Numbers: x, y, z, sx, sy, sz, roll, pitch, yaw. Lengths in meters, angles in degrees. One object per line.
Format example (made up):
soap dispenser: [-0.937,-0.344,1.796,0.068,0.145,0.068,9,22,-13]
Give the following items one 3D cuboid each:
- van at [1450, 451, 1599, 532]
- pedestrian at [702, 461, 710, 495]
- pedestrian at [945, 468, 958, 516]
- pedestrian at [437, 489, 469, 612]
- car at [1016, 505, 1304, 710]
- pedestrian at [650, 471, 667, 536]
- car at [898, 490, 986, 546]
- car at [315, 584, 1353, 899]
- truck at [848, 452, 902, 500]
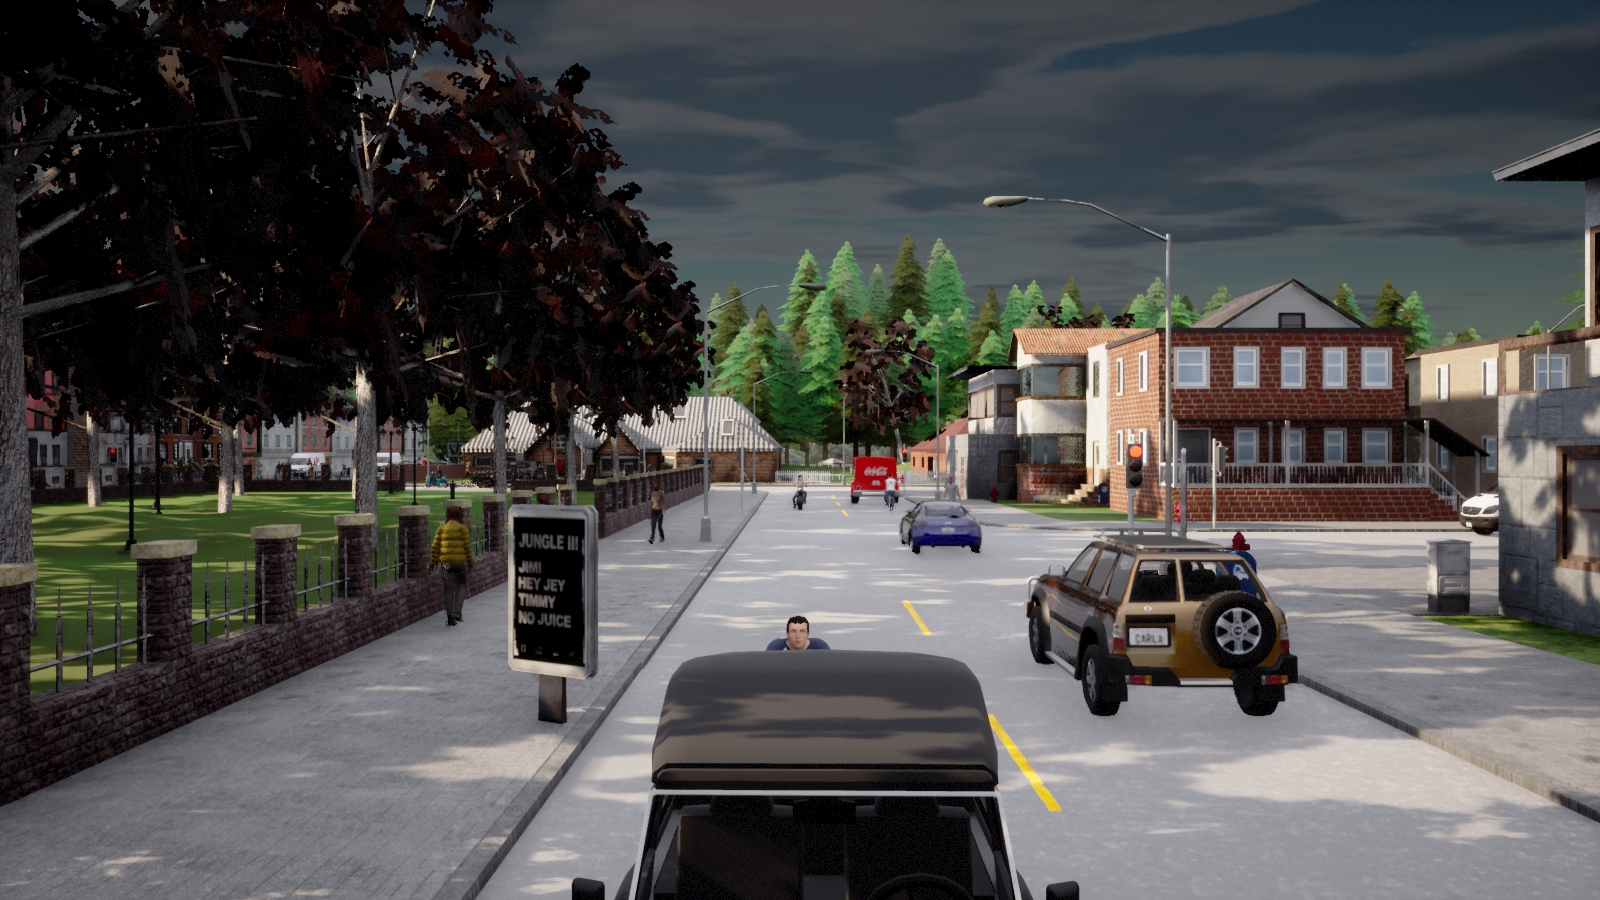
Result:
van: [24.712,1.329,37.232,5.915,2.561,1.988,0,0,0]
pedestrian: [-5.213,1.551,63.572,0.375,1.860,0.375,0,0,6]
pedestrian: [5.906,1.646,44.593,0.375,1.860,0.375,0,0,43]
pedestrian: [-5.310,1.532,17.502,0.375,1.860,0.375,0,0,1]
car: [3.945,1.646,13.453,1.932,1.855,4.605,0,-1,0]
pedestrian: [-4.084,1.539,32.907,0.375,1.860,0.375,0,0,17]
car: [4.003,1.911,32.864,1.994,1.385,4.181,0,0,0]
car: [0.090,1.640,4.031,1.905,1.878,3.866,0,0,1]
truck: [3.969,1.372,61.570,2.627,2.467,5.204,0,0,1]
